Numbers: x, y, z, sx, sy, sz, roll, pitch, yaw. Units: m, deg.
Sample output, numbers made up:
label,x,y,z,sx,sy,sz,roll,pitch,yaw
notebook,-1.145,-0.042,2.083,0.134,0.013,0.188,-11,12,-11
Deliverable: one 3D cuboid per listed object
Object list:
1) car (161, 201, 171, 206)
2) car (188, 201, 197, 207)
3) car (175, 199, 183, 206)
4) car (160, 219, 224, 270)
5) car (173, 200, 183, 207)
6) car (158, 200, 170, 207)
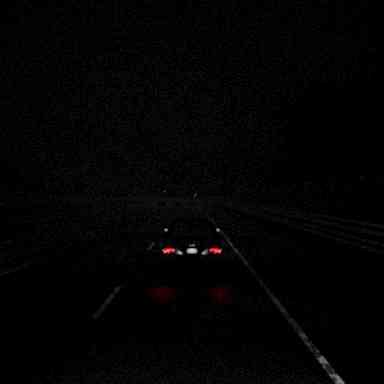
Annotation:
label,x,y,z,sx,sy,sz,roll,pitch,yaw
car,-7.011,3.093,89.900,2.128,1.511,4.902,0,-2,0
car,-0.011,2.847,79.895,1.812,1.442,4.674,0,-2,0
car,-3.511,2.922,89.877,2.097,1.767,4.553,0,-2,0
car,0.000,1.603,11.165,2.033,1.411,5.357,0,0,0
car,-3.511,2.677,79.871,2.097,1.767,4.553,0,-2,0
car,-7.010,2.805,79.479,1.837,1.490,4.892,0,-2,0
